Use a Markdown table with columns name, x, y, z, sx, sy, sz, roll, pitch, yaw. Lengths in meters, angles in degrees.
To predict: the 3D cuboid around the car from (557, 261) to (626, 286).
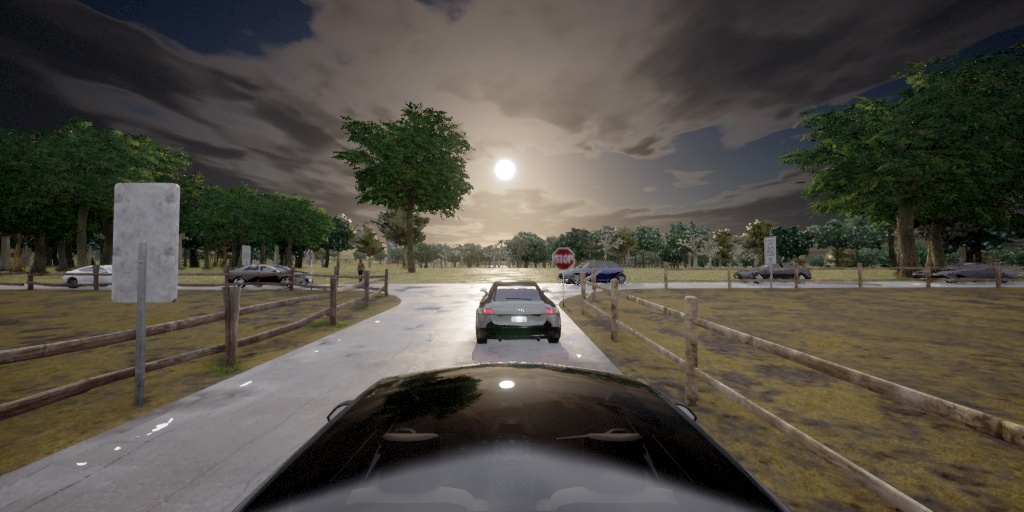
| name | x | y | z | sx | sy | sz | roll | pitch | yaw |
| --- | --- | --- | --- | --- | --- | --- | --- | --- | --- |
| car | 5.411 | 1.119 | 24.693 | 4.553 | 1.767 | 2.097 | 0 | -1 | -14 |

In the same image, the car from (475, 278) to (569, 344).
| name | x | y | z | sx | sy | sz | roll | pitch | yaw |
| --- | --- | --- | --- | --- | --- | --- | --- | --- | --- |
| car | 0.081 | 1.325 | 9.675 | 1.994 | 1.385 | 4.181 | 0 | 0 | -2 |

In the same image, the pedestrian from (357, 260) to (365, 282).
| name | x | y | z | sx | sy | sz | roll | pitch | yaw |
| --- | --- | --- | --- | --- | --- | --- | --- | --- | --- |
| pedestrian | -12.135 | 1.185 | 28.741 | 0.375 | 1.860 | 0.375 | 0 | -1 | 0 |

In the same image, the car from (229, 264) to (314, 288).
| name | x | y | z | sx | sy | sz | roll | pitch | yaw |
| --- | --- | --- | --- | --- | --- | --- | --- | --- | --- |
| car | -15.250 | 1.260 | 22.759 | 4.902 | 1.511 | 2.128 | 0 | -1 | 0 |

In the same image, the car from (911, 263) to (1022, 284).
| name | x | y | z | sx | sy | sz | roll | pitch | yaw |
| --- | --- | --- | --- | --- | --- | --- | --- | --- | --- |
| car | 31.485 | 1.200 | 24.939 | 5.357 | 1.411 | 2.033 | 0 | -2 | 6 |

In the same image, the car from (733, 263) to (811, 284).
| name | x | y | z | sx | sy | sz | roll | pitch | yaw |
| --- | --- | --- | --- | --- | --- | --- | --- | --- | --- |
| car | 18.488 | 1.235 | 25.625 | 4.892 | 1.490 | 1.837 | -1 | -2 | 1 |

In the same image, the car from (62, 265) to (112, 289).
| name | x | y | z | sx | sy | sz | roll | pitch | yaw |
| --- | --- | --- | --- | --- | --- | --- | --- | --- | --- |
| car | -25.519 | 1.290 | 22.749 | 4.674 | 1.442 | 1.812 | 0 | -1 | 0 |
